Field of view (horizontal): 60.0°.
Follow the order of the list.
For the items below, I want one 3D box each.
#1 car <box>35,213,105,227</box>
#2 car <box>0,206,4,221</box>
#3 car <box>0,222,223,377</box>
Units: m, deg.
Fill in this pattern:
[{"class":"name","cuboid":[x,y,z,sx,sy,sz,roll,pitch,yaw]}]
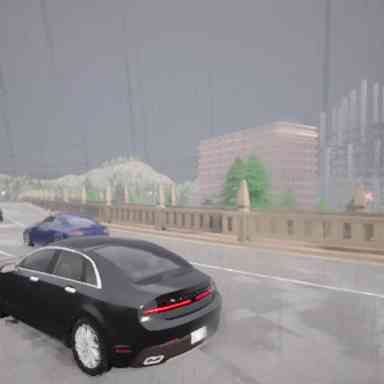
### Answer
[{"class":"car","cuboid":[-5.033,1.557,13.246,4.674,1.442,1.812,0,0,44]},{"class":"car","cuboid":[-16.495,1.566,27.030,1.812,1.442,4.674,0,0,-34]},{"class":"car","cuboid":[-1.791,1.521,5.659,4.892,1.490,1.837,0,0,39]}]
